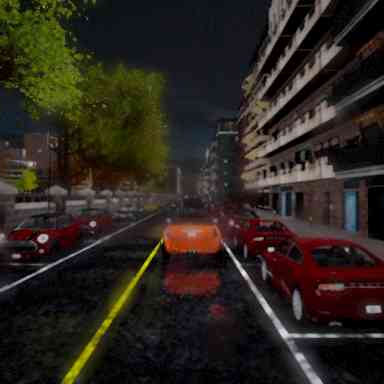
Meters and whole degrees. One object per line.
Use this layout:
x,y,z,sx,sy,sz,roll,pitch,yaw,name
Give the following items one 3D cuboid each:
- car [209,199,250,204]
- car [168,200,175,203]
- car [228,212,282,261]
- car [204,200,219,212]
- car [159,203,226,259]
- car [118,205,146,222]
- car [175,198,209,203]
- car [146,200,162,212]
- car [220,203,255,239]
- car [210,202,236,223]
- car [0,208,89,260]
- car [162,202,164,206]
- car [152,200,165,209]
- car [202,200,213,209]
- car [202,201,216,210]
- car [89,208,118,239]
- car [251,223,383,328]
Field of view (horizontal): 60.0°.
2.684,1.573,24.047,2.192,1.841,5.009,0,-1,0,car
-3.085,2.122,57.594,2.128,1.511,4.902,0,-1,0,car
2.686,1.681,12.786,1.887,1.381,4.507,0,-1,0,car
2.679,1.945,46.566,1.967,1.590,4.097,0,-1,0,car
0.017,1.494,13.412,2.097,1.767,4.553,0,-1,0,car
-5.697,1.869,29.673,2.008,1.369,4.403,0,-1,0,car
0.005,1.521,27.592,2.150,2.045,5.566,0,0,0,car
-5.700,2.028,46.393,1.752,1.417,4.829,0,-1,0,car
2.686,1.637,18.416,1.967,1.590,4.097,0,-1,0,car
2.683,1.758,29.677,1.967,1.590,4.097,0,-1,0,car
-5.694,1.577,12.785,1.967,1.590,4.097,0,-1,0,car
-5.701,2.119,52.193,2.008,1.369,4.403,0,-1,0,car
-5.703,2.157,57.653,1.752,1.417,4.829,0,-1,0,car
2.677,2.161,57.996,1.752,1.417,4.829,0,-1,0,car
2.679,2.134,52.195,1.947,1.339,4.313,0,-1,0,car
-5.695,1.637,18.413,1.967,1.590,4.097,0,-1,0,car
2.688,1.621,7.156,1.887,1.381,4.507,0,-1,0,car
